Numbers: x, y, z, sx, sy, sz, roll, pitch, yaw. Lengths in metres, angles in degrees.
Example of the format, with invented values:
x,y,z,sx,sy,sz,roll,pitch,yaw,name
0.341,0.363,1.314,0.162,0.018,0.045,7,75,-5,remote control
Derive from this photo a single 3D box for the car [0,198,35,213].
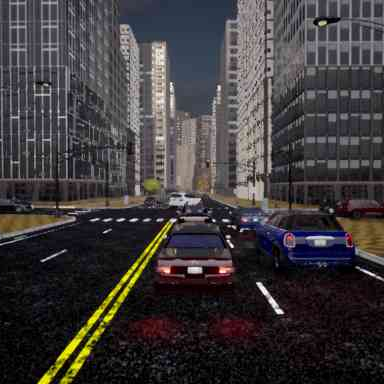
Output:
x,y,z,sx,sy,sz,roll,pitch,yaw,name
-18.761,1.338,34.140,4.902,1.511,2.128,1,1,1,car

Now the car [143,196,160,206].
x,y,z,sx,sy,sz,roll,pitch,yaw,name
-6.490,1.465,52.401,1.837,1.490,4.892,0,0,0,car

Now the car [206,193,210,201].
x,y,z,sx,sy,sz,roll,pitch,yaw,name
3.414,1.389,81.721,1.882,1.535,5.008,0,0,0,car

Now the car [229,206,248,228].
x,y,z,sx,sy,sz,roll,pitch,yaw,name
3.390,1.536,20.235,2.033,1.411,5.357,0,0,0,car

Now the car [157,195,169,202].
x,y,z,sx,sy,sz,roll,pitch,yaw,name
-6.356,1.473,72.951,2.033,1.411,5.357,0,0,0,car

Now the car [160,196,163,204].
x,y,z,sx,sy,sz,roll,pitch,yaw,name
-3.221,1.314,50.561,2.097,1.767,4.553,0,0,-1,car

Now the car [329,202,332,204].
x,y,z,sx,sy,sz,roll,pitch,yaw,name
16.487,1.613,36.715,4.892,1.490,1.837,0,1,-1,car

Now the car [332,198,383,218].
x,y,z,sx,sy,sz,roll,pitch,yaw,name
16.262,1.516,30.908,5.009,1.841,2.192,1,0,1,car

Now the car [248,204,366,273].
x,y,z,sx,sy,sz,roll,pitch,yaw,name
3.370,1.347,10.851,2.097,1.767,4.553,0,0,0,car

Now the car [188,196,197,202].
x,y,z,sx,sy,sz,roll,pitch,yaw,name
0.153,1.524,76.220,1.895,1.301,4.718,0,0,0,car

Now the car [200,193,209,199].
x,y,z,sx,sy,sz,roll,pitch,yaw,name
3.434,1.090,92.110,2.097,1.767,4.553,0,0,0,car

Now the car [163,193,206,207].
x,y,z,sx,sy,sz,roll,pitch,yaw,name
-0.800,1.130,41.583,2.150,2.045,5.566,1,0,29,car

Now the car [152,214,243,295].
x,y,z,sx,sy,sz,roll,pitch,yaw,name
0.110,1.543,8.881,2.033,1.411,5.357,0,0,1,car

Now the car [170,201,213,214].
x,y,z,sx,sy,sz,roll,pitch,yaw,name
0.137,1.481,18.626,2.128,1.511,4.902,0,0,0,car

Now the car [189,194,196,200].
x,y,z,sx,sy,sz,roll,pitch,yaw,name
0.184,1.403,92.149,1.837,1.490,4.892,0,0,0,car

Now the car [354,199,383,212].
x,y,z,sx,sy,sz,roll,pitch,yaw,name
21.887,1.639,39.183,4.829,1.417,1.752,1,0,1,car

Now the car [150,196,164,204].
x,y,z,sx,sy,sz,roll,pitch,yaw,name
-6.436,1.495,62.281,2.033,1.411,5.357,0,0,0,car

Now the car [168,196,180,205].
x,y,z,sx,sy,sz,roll,pitch,yaw,name
-3.206,1.477,59.480,1.812,1.442,4.674,0,0,1,car

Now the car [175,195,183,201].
x,y,z,sx,sy,sz,roll,pitch,yaw,name
-3.092,1.424,79.535,1.837,1.490,4.892,0,0,0,car
